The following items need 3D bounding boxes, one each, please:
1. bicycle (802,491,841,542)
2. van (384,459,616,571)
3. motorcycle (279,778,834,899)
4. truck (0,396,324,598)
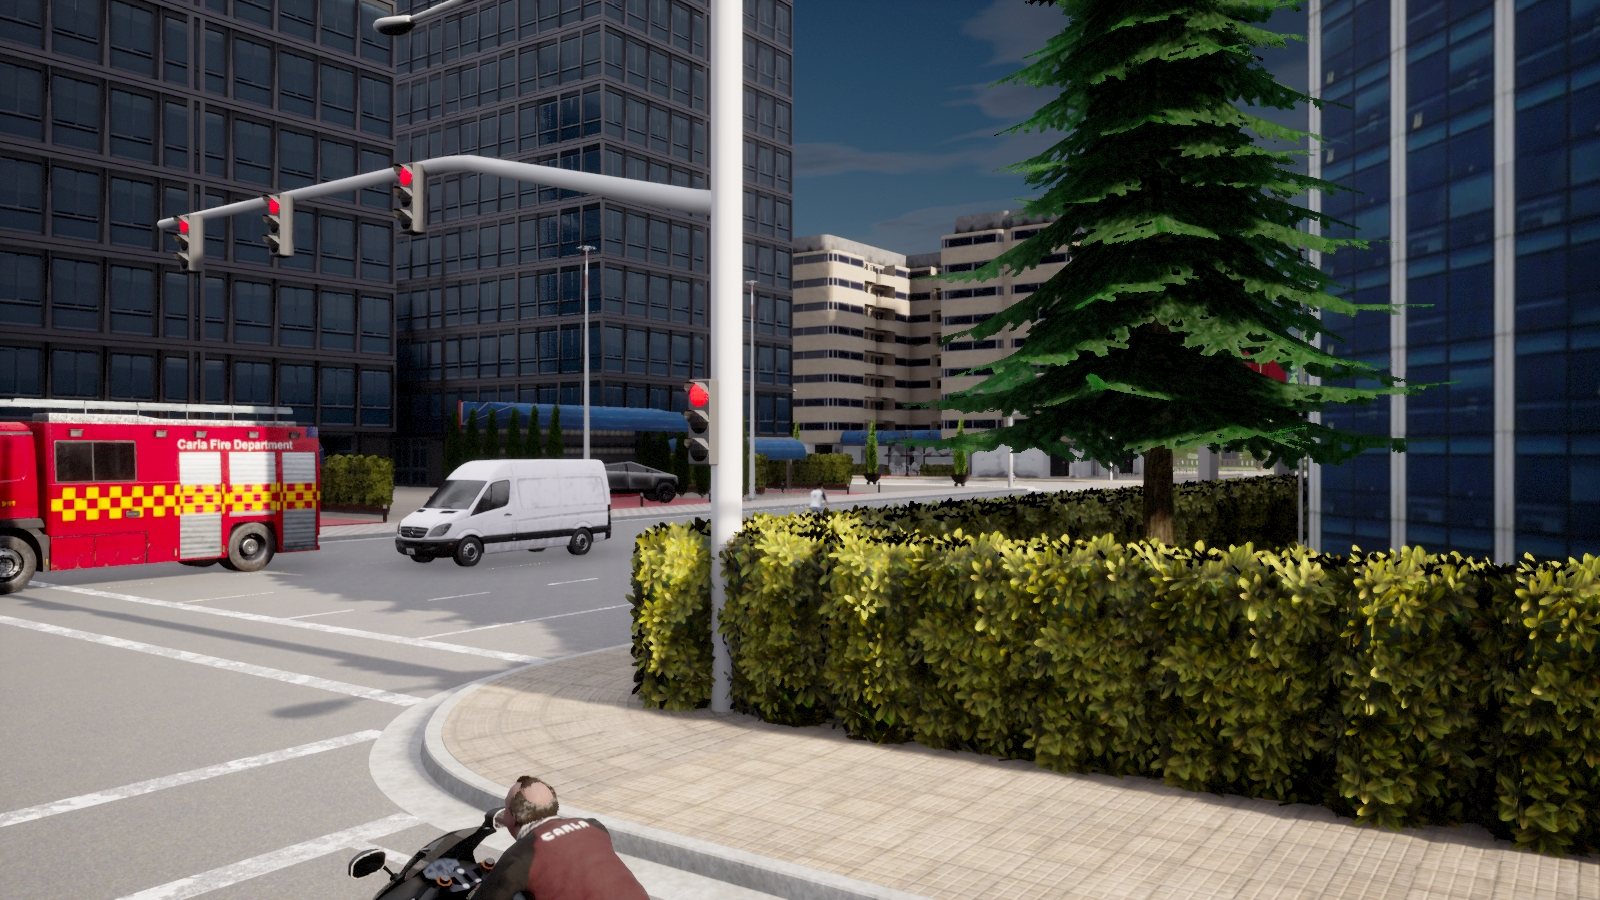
[{"bbox_3d":[0.671,2.055,35.455,0.373,1.496,1.643,0,0,35],"label":"bicycle"},{"bbox_3d":[-7.573,1.533,29.577,1.988,2.561,5.915,0,0,35],"label":"van"},{"bbox_3d":[-1.027,2.205,4.504,2.209,1.251,0.867,0,0,35],"label":"motorcycle"},{"bbox_3d":[-14.959,0.889,24.598,2.891,3.827,8.468,0,0,34],"label":"truck"}]
